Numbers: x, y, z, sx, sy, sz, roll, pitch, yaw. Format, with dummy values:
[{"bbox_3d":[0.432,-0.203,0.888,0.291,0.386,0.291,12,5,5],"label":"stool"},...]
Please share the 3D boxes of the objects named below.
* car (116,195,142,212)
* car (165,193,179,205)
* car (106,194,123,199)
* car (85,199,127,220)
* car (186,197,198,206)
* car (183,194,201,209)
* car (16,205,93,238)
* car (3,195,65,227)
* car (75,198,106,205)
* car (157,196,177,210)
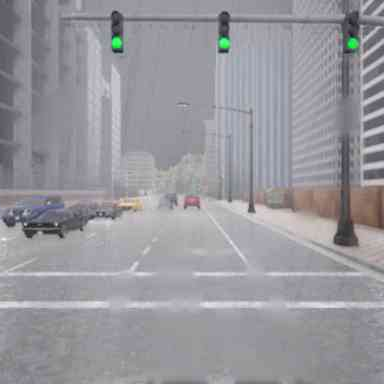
[{"bbox_3d":[-7.002,1.477,38.198,1.882,1.535,5.008,0,0,0],"label":"car"},{"bbox_3d":[-3.474,1.220,55.441,2.150,2.045,5.566,0,0,0],"label":"car"},{"bbox_3d":[-10.480,1.351,43.383,2.097,1.767,4.553,0,0,0],"label":"car"},{"bbox_3d":[-7.080,1.564,27.748,1.994,1.385,4.181,0,0,0],"label":"car"},{"bbox_3d":[0.026,1.524,55.038,1.812,1.442,4.674,0,0,0],"label":"car"},{"bbox_3d":[0.021,1.220,44.367,2.150,2.045,5.566,0,0,0],"label":"car"},{"bbox_3d":[-7.090,1.601,17.745,1.895,1.301,4.718,0,0,0],"label":"car"},{"bbox_3d":[-10.568,1.221,22.901,2.150,2.045,5.566,0,0,0],"label":"car"},{"bbox_3d":[-10.542,1.547,33.153,2.033,1.411,5.357,0,0,0],"label":"car"},{"bbox_3d":[-3.375,1.547,42.737,2.033,1.411,5.357,0,0,0],"label":"car"}]
